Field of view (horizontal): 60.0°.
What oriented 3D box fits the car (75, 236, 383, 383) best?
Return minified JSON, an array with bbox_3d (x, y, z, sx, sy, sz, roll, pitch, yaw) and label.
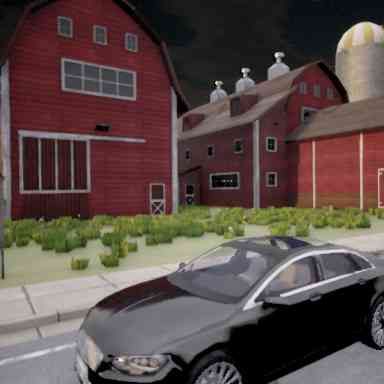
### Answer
[{"bbox_3d":[0.985,1.436,4.583,4.902,1.511,2.128,-1,1,-32],"label":"car"}]
